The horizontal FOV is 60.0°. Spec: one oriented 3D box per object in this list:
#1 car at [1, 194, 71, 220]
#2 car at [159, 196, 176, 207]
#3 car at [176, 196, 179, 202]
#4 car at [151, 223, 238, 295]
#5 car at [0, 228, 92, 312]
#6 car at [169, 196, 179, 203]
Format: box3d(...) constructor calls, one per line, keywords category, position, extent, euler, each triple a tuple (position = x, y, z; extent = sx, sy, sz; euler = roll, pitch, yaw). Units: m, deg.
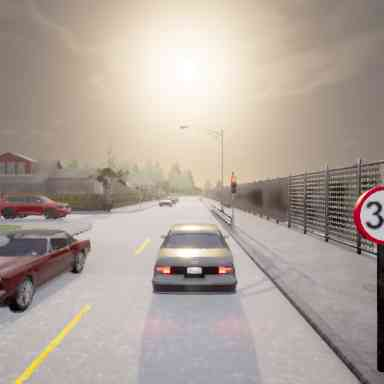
box3d(category="car", position=(-12.972, 1.221, 27.497), extent=(5.566, 2.045, 2.150), euler=(0, 0, 1))
box3d(category="car", position=(-3.995, 1.547, 51.723), extent=(2.033, 1.411, 5.357), euler=(0, 0, 0))
box3d(category="car", position=(-3.943, 1.478, 61.567), extent=(1.882, 1.535, 5.008), euler=(0, 0, 0))
box3d(category="car", position=(0.071, 1.547, 8.880), extent=(2.033, 1.411, 5.357), euler=(0, 0, 1))
box3d(category="car", position=(-4.009, 1.601, 7.848), extent=(1.895, 1.301, 4.718), euler=(0, 0, 1))
box3d(category="car", position=(-3.860, 1.553, 71.571), extent=(1.994, 1.385, 4.181), euler=(0, 0, 0))
